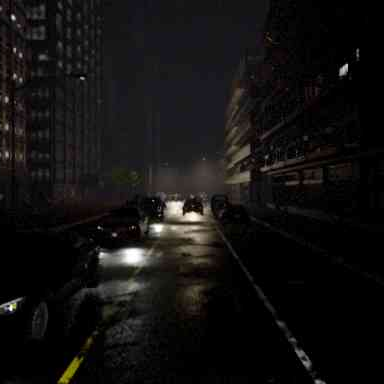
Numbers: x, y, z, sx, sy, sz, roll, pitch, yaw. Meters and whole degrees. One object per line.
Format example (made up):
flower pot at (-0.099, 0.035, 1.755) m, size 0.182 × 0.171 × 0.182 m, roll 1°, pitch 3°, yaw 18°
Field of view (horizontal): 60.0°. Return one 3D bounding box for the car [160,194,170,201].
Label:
car at (-5.752, 1.169, 71.309) m, size 1.947 × 1.339 × 4.313 m, roll 0°, pitch 0°, yaw 0°

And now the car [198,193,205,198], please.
car at (2.610, 1.049, 93.406) m, size 1.887 × 1.381 × 4.507 m, roll 0°, pitch 0°, yaw 0°

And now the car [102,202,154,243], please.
car at (-3.098, 1.428, 15.657) m, size 1.812 × 1.442 × 4.674 m, roll 0°, pitch 0°, yaw 0°

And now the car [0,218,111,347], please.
car at (-3.104, 1.485, 6.404) m, size 1.812 × 1.442 × 4.674 m, roll 0°, pitch 0°, yaw 0°

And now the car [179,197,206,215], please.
car at (0.075, 1.414, 30.752) m, size 1.895 × 1.301 × 4.718 m, roll 0°, pitch 0°, yaw 0°

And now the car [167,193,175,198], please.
car at (-5.771, 1.055, 93.399) m, size 2.008 × 1.369 × 4.403 m, roll 0°, pitch 0°, yaw 0°

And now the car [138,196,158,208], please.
car at (-5.729, 1.294, 43.696) m, size 2.008 × 1.369 × 4.403 m, roll 0°, pitch 0°, yaw 0°

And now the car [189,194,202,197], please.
car at (0.021, 1.299, 45.329) m, size 1.994 × 1.385 × 4.181 m, roll 0°, pitch 0°, yaw 0°

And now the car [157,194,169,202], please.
car at (-5.748, 1.174, 65.786) m, size 1.887 × 1.381 × 4.507 m, roll 0°, pitch 0°, yaw 0°

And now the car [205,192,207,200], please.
car at (2.629, 1.153, 71.316) m, size 2.008 × 1.369 × 4.403 m, roll 0°, pitch 0°, yaw 0°

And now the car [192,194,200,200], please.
car at (0.836, 1.099, 77.645) m, size 1.812 × 1.442 × 4.674 m, roll 0°, pitch 0°, yaw 0°

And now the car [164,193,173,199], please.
car at (-5.762, 0.992, 82.355) m, size 1.967 × 1.590 × 4.097 m, roll 0°, pitch 0°, yaw 0°

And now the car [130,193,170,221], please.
car at (-3.064, 1.196, 25.374) m, size 2.097 × 1.767 × 4.553 m, roll 0°, pitch 0°, yaw 0°

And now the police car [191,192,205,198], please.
police car at (0.849, 1.075, 61.753) m, size 1.930 × 1.638 × 5.238 m, roll 0°, pitch 0°, yaw 0°

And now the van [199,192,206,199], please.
van at (2.619, 0.892, 82.361) m, size 1.690 × 1.788 × 3.998 m, roll 0°, pitch 0°, yaw 0°

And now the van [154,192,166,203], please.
van at (-5.743, 0.999, 60.262) m, size 1.690 × 1.788 × 3.998 m, roll 0°, pitch 0°, yaw 0°

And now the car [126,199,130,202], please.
car at (-5.720, 1.369, 32.650) m, size 1.947 × 1.339 × 4.313 m, roll 0°, pitch 0°, yaw 0°

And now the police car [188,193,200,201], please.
police car at (0.404, 1.026, 71.652) m, size 1.930 × 1.638 × 5.238 m, roll 0°, pitch 0°, yaw -8°

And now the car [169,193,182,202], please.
car at (-3.073, 1.141, 65.408) m, size 2.128 × 1.511 × 4.902 m, roll 0°, pitch 0°, yaw 0°

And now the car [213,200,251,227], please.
car at (2.671, 1.432, 21.611) m, size 1.947 × 1.339 × 4.313 m, roll 0°, pitch 0°, yaw 0°

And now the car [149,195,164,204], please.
car at (-5.738, 1.237, 54.741) m, size 2.008 × 1.369 × 4.403 m, roll 0°, pitch 0°, yaw 0°

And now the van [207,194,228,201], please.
van at (2.661, 1.144, 32.656) m, size 1.690 × 1.788 × 3.998 m, roll 0°, pitch 0°, yaw 0°

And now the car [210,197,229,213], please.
car at (2.666, 1.358, 27.303) m, size 1.752 × 1.417 × 4.829 m, roll 0°, pitch 0°, yaw 0°
